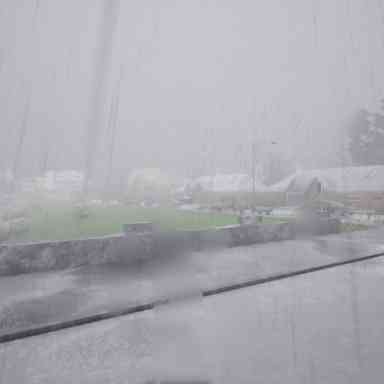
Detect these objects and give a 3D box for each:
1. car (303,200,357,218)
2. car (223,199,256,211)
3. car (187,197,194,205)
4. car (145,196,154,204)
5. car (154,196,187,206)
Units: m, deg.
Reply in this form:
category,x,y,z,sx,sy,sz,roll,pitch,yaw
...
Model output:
category,x,y,z,sx,sy,sz,roll,pitch,yaw
car,12.563,1.505,30.500,1.837,1.490,4.892,0,0,-35
car,5.666,1.563,40.185,1.994,1.385,4.181,0,0,-35
car,-1.664,1.478,57.614,1.882,1.535,5.008,0,0,-35
car,-7.588,1.478,65.849,1.882,1.535,5.008,0,0,-35
car,-3.473,1.547,53.068,2.033,1.411,5.357,0,0,-35
